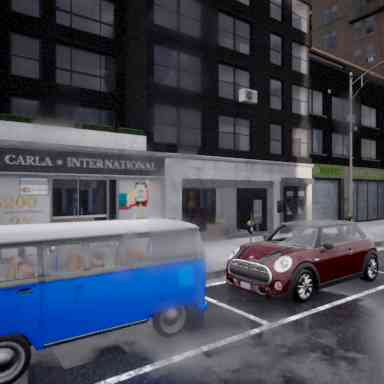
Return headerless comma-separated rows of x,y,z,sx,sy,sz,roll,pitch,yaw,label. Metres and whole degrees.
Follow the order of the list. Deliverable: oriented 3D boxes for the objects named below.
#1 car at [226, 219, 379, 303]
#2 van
2.748,1.442,8.158,4.097,1.590,1.967,0,0,-36,car
-1.654,1.341,5.008,3.998,1.788,1.690,0,0,-36,van
